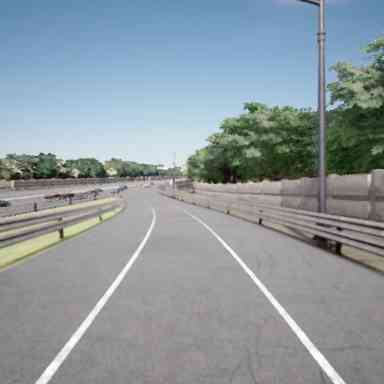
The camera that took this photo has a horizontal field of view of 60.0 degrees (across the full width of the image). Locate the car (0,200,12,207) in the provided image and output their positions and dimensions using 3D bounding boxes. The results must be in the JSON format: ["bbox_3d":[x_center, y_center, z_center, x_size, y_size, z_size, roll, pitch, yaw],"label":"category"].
[{"bbox_3d":[-30.260,1.920,52.210,1.994,1.385,4.181,0,3,7],"label":"car"}]

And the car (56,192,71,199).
[{"bbox_3d":[-27.411,0.668,74.000,2.128,1.511,4.902,0,3,7],"label":"car"}]

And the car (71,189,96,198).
[{"bbox_3d":[-23.942,0.697,73.533,2.033,1.411,5.357,0,3,7],"label":"car"}]

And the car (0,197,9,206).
[{"bbox_3d":[-33.342,1.722,55.628,2.033,1.411,5.357,0,3,7],"label":"car"}]

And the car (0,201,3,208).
[{"bbox_3d":[-27.821,2.417,43.867,1.895,1.301,4.718,0,3,7],"label":"car"}]

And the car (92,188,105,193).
[{"bbox_3d":[-25.304,-0.225,90.107,1.837,1.490,4.892,0,3,7],"label":"car"}]

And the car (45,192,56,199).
[{"bbox_3d":[-30.879,0.724,74.473,1.895,1.301,4.718,0,3,7],"label":"car"}]
